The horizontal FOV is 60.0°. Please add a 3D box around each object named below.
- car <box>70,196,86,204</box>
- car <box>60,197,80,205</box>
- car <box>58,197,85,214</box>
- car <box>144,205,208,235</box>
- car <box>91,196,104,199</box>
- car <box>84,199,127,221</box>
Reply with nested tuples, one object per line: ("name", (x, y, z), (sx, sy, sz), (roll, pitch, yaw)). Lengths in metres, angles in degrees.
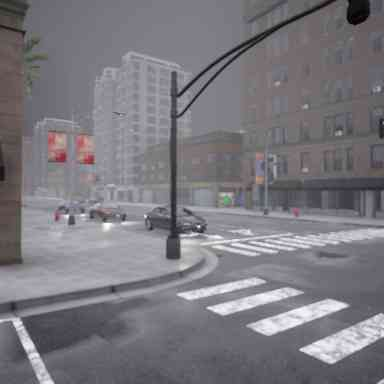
("car", (-22.673, 1.590, 66.030), (1.994, 1.385, 4.181), (0, 0, -36))
("car", (-21.834, 1.566, 59.345), (2.033, 1.411, 5.357), (0, 0, -36))
("car", (-12.966, 1.545, 35.672), (1.812, 1.442, 4.674), (0, 0, -36))
("car", (-1.046, 1.554, 19.157), (1.837, 1.490, 4.892), (0, 0, -35))
("car", (-16.584, 1.548, 57.618), (1.837, 1.490, 4.892), (0, 0, -36))
("car", (-7.056, 1.560, 27.485), (1.812, 1.442, 4.674), (0, 0, -36))
